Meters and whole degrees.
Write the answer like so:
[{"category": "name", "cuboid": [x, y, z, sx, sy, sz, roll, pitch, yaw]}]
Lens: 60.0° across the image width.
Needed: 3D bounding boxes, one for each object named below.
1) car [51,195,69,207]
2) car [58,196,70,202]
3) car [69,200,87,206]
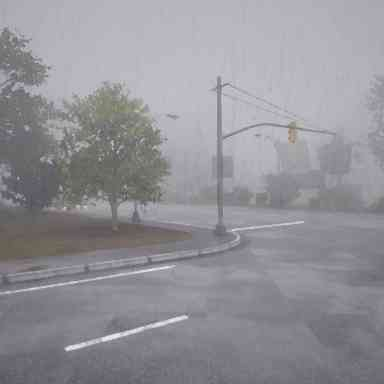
[{"category": "car", "cuboid": [-21.282, 1.311, 50.985, 2.150, 2.045, 5.566, -1, 0, -39]}, {"category": "car", "cuboid": [-32.053, 1.659, 82.983, 1.895, 1.301, 4.718, -1, 0, -33]}, {"category": "car", "cuboid": [-18.573, 1.553, 53.206, 2.033, 1.411, 5.357, -1, 0, -39]}]
